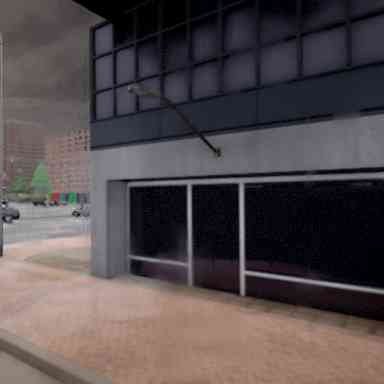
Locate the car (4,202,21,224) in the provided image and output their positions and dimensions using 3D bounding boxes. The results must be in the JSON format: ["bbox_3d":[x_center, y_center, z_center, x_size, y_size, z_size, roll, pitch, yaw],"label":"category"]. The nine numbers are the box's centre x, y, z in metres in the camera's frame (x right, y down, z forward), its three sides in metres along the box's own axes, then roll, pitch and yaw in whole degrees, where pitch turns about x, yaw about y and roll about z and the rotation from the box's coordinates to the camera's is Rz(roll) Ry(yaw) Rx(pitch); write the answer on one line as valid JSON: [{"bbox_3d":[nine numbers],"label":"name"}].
[{"bbox_3d":[-15.992,1.806,25.879,2.128,1.511,4.902,-1,0,36],"label":"car"}]

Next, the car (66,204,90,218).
[{"bbox_3d":[-10.094,1.877,33.908,1.994,1.385,4.181,-1,0,37],"label":"car"}]

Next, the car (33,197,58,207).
[{"bbox_3d":[-28.302,1.826,63.420,4.605,1.855,1.932,-1,0,35],"label":"car"}]

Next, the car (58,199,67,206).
[{"bbox_3d":[-26.574,2.036,65.746,3.905,1.438,1.784,-1,0,35],"label":"car"}]
